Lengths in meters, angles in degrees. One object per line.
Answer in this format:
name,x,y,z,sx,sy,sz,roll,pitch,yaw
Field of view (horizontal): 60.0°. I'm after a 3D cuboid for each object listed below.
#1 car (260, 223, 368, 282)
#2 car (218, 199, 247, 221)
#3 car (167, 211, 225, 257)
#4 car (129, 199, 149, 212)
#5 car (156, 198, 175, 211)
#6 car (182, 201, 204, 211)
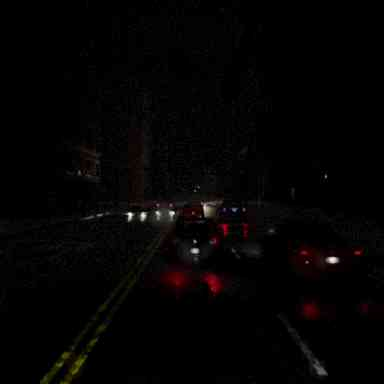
car,3.350,1.600,9.928,1.994,1.385,4.181,0,0,0
car,3.353,1.457,28.294,2.097,1.767,4.553,0,0,0
car,0.102,1.649,13.136,1.895,1.301,4.718,0,0,0
car,-6.529,1.635,41.339,1.882,1.535,5.008,0,0,1
car,-3.270,1.512,42.246,2.097,1.767,4.553,0,0,1
car,0.104,1.591,30.097,1.882,1.535,5.008,0,0,0
